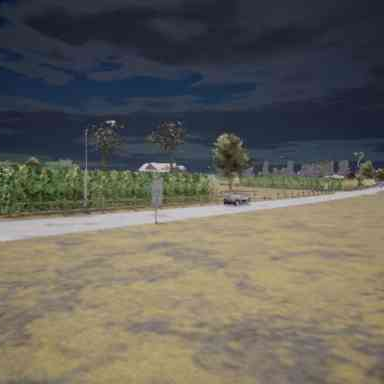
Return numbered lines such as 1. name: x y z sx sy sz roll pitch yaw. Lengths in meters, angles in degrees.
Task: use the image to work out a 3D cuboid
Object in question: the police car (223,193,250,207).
1. police car: 5.818 0.954 43.359 1.930 1.638 5.238 3 2 36
